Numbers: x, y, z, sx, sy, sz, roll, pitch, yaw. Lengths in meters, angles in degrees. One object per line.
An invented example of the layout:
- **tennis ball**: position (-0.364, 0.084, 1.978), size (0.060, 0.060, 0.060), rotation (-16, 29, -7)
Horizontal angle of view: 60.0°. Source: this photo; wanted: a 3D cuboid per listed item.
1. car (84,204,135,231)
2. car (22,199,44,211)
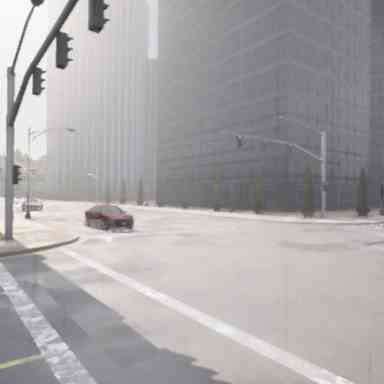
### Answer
- **car**: position (-5.512, 1.608, 21.866), size (1.882, 1.535, 5.008), rotation (1, 0, -36)
- **car**: position (-20.066, 1.597, 41.796), size (1.812, 1.442, 4.674), rotation (1, 0, -36)
